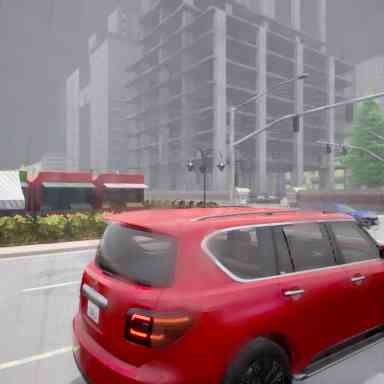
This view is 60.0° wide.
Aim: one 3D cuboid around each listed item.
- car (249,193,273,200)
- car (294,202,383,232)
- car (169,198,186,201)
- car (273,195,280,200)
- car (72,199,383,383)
[{"bbox_3d":[11.661,1.114,58.199,1.905,1.878,3.866,0,0,-36],"label":"car"},{"bbox_3d":[9.205,1.459,21.273,1.882,1.535,5.008,0,0,-36],"label":"car"},{"bbox_3d":[-1.437,1.422,35.929,1.882,1.535,5.008,0,0,-36],"label":"car"},{"bbox_3d":[14.052,1.114,59.913,1.905,1.878,3.866,0,0,-36],"label":"car"},{"bbox_3d":[1.259,1.221,4.687,5.566,2.045,2.150,0,0,-35],"label":"car"}]
